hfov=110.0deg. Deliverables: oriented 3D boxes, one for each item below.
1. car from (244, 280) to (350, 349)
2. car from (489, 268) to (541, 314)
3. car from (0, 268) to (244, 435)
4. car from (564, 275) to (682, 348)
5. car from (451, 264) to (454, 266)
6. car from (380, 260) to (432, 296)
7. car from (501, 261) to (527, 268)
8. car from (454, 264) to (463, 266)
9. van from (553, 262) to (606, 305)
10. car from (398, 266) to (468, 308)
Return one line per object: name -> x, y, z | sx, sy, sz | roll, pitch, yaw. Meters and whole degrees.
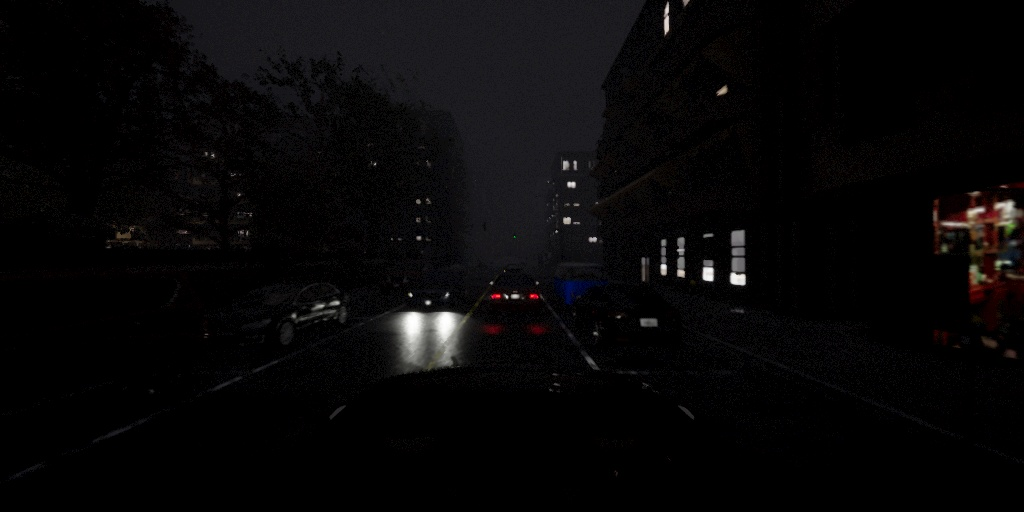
car -> -5.690, 1.331, 9.108 | 2.007, 1.370, 4.403 | 0, 0, 0
car -> 0.100, 1.348, 13.947 | 2.033, 1.411, 5.357 | 0, 0, 0
car -> -5.691, 1.073, 3.573 | 2.192, 1.841, 5.009 | 0, 0, 0
car -> 2.690, 1.346, 9.109 | 1.948, 1.339, 4.313 | 0, 0, 0
car -> -5.690, 1.417, 25.714 | 1.948, 1.339, 4.313 | 0, 0, 0
car -> -5.690, 1.142, 20.179 | 2.192, 1.841, 5.009 | 0, 0, 0
car -> 0.099, 1.403, 31.808 | 1.812, 1.442, 4.674 | 0, 0, 0
car -> -5.690, 1.481, 36.784 | 1.802, 1.307, 4.207 | 0, 0, 0
van -> 2.690, 1.144, 14.645 | 1.690, 1.789, 3.998 | 0, 0, 0
car -> -3.101, 1.357, 15.916 | 2.033, 1.411, 5.357 | 0, 0, 0
